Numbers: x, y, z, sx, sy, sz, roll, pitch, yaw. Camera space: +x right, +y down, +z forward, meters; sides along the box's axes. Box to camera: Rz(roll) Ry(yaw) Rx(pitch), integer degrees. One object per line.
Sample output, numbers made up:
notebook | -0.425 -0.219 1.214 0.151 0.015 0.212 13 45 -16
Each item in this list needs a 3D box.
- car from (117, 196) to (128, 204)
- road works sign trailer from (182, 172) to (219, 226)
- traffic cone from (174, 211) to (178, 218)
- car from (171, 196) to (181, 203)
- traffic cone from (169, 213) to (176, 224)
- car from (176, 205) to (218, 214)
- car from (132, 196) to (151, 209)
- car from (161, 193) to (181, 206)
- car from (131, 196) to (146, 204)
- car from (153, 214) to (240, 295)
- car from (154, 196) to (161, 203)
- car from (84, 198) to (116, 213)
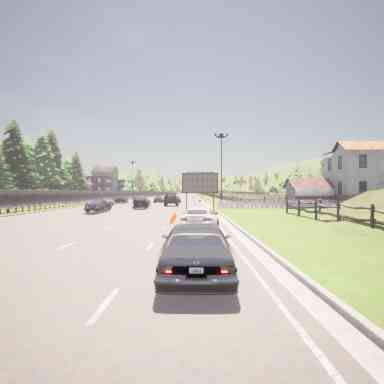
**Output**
car | -13.794 1.509 65.180 1.837 1.490 4.892 0 0 0
road works sign trailer | 0.525 0.466 22.096 2.380 3.560 2.880 0 0 -2
traffic cone | -1.446 1.957 25.227 0.340 0.580 0.340 0 0 0
car | -3.288 1.569 68.623 1.994 1.385 4.181 0 0 0
traffic cone | -1.450 1.957 23.227 0.340 0.580 0.340 0 0 0
car | 0.432 1.543 18.484 1.812 1.442 4.674 -1 -1 7
car | -6.826 1.481 45.660 1.882 1.535 5.008 0 0 0
car | -3.313 1.225 53.408 2.150 2.045 5.566 0 0 0
car | -10.296 1.494 64.224 2.128 1.511 4.902 0 0 0
car | 0.112 1.548 8.870 2.033 1.411 5.357 0 0 1
car | -6.790 1.531 68.408 1.812 1.442 4.674 0 0 0
car | -10.340 1.550 36.890 2.033 1.411 5.357 0 0 0
